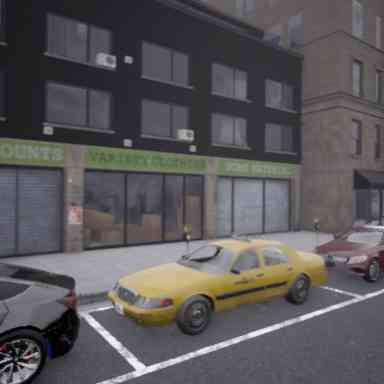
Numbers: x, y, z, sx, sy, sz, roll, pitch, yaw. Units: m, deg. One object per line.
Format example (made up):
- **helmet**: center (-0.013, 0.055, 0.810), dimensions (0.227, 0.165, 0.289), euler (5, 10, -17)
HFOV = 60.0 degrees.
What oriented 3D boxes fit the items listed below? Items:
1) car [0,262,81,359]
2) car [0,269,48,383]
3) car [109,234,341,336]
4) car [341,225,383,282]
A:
- **car**: center (-3.479, 1.557, 3.712), dimensions (4.313, 1.339, 1.947), euler (1, 0, -35)
- **car**: center (-3.234, 1.453, 0.772), dimensions (5.008, 1.535, 1.882), euler (1, 0, -35)
- **car**: center (0.796, 1.572, 6.748), dimensions (4.829, 1.417, 1.752), euler (1, 0, -35)
- **car**: center (5.347, 1.687, 9.980), dimensions (4.206, 1.307, 1.802), euler (1, 0, -35)
